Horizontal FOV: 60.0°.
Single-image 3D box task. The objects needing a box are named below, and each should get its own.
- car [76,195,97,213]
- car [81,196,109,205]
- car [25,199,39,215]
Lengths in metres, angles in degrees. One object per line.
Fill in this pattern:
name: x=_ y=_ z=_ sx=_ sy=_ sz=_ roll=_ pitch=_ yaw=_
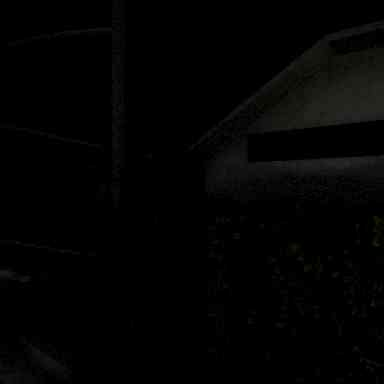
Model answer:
car: x=-10.444 y=1.313 z=35.134 sx=3.866 sy=1.878 sz=1.905 roll=0 pitch=0 yaw=35
car: x=-16.940 y=1.491 z=57.805 sx=4.902 sy=1.511 sz=2.128 roll=0 pitch=0 yaw=36
car: x=-17.248 y=1.480 z=32.997 sx=4.611 sy=1.667 sz=2.242 roll=0 pitch=0 yaw=35
